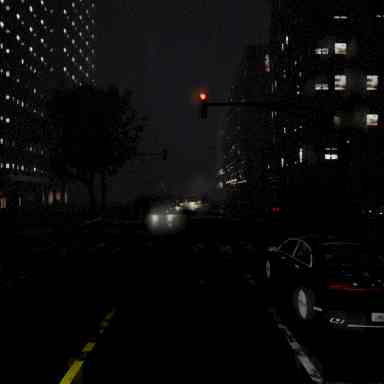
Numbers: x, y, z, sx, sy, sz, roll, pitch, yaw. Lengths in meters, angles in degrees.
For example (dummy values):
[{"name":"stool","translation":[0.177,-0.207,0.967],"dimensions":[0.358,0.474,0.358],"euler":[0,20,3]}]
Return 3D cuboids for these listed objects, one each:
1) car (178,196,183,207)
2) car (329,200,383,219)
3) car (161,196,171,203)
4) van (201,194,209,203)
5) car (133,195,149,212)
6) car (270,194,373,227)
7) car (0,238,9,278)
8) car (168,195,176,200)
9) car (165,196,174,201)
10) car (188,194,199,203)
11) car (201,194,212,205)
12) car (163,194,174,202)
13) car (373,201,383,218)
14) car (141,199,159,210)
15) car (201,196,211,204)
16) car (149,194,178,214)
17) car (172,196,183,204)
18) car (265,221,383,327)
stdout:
[{"name":"car","translation":[-3.011,1.386,52.670],"dimensions":[2.097,1.767,4.553],"euler":[0,0,0]},{"name":"car","translation":[13.466,1.350,26.318],"dimensions":[4.403,1.369,2.008],"euler":[-1,1,0]},{"name":"car","translation":[-5.581,1.627,72.468],"dimensions":[1.947,1.339,4.313],"euler":[0,0,0]},{"name":"van","translation":[2.799,1.402,72.455],"dimensions":[1.690,1.788,3.998],"euler":[0,0,0]},{"name":"car","translation":[-5.632,1.336,39.330],"dimensions":[2.192,1.841,5.009],"euler":[0,0,0]},{"name":"car","translation":[7.649,1.128,20.553],"dimensions":[5.566,2.045,2.150],"euler":[-2,1,9]},{"name":"car","translation":[-5.680,1.545,6.942],"dimensions":[1.887,1.381,4.507],"euler":[0,0,0]},{"name":"car","translation":[-5.548,1.654,94.558],"dimensions":[2.008,1.369,4.403],"euler":[0,0,0]},{"name":"car","translation":[-5.565,1.632,83.513],"dimensions":[2.008,1.369,4.403],"euler":[0,0,0]},{"name":"car","translation":[0.104,1.581,69.058],"dimensions":[1.812,1.442,4.674],"euler":[0,0,0]},{"name":"car","translation":[2.783,1.610,61.408],"dimensions":[1.947,1.339,4.313],"euler":[0,0,0]},{"name":"car","translation":[-5.573,1.386,77.990],"dimensions":[2.192,1.841,5.009],"euler":[0,0,0]},{"name":"car","translation":[15.473,0.994,23.757],"dimensions":[5.566,2.045,2.150],"euler":[-1,0,0]},{"name":"car","translation":[-5.623,1.592,44.853],"dimensions":[1.947,1.339,4.313],"euler":[0,0,0]},{"name":"car","translation":[2.792,1.578,67.101],"dimensions":[1.752,1.417,4.829],"euler":[0,0,0]},{"name":"car","translation":[-3.044,1.241,36.396],"dimensions":[2.150,2.045,5.566],"euler":[0,0,0]},{"name":"car","translation":[-2.904,1.532,68.267],"dimensions":[1.882,1.535,5.008],"euler":[0,0,0]},{"name":"car","translation":[2.700,1.551,6.929],"dimensions":[2.008,1.369,4.403],"euler":[0,0,0]}]
